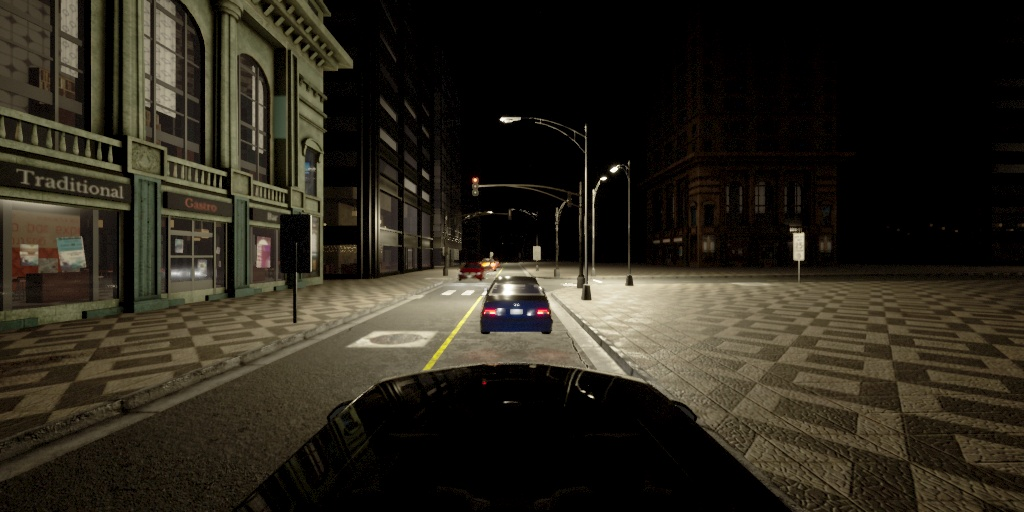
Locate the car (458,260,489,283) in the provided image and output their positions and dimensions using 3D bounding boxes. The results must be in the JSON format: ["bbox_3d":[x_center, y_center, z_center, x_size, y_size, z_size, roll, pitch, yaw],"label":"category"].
[{"bbox_3d":[-3.112,1.273,28.538,1.812,1.442,4.674,0,0,0],"label":"car"}]

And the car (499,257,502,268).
[{"bbox_3d":[-3.100,1.110,58.489,2.097,1.767,4.553,0,0,0],"label":"car"}]

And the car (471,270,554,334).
[{"bbox_3d":[0.096,1.297,10.547,2.033,1.411,5.357,0,0,0],"label":"car"}]

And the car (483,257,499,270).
[{"bbox_3d":[-3.109,1.104,46.054,2.097,1.767,4.553,0,0,0],"label":"car"}]
